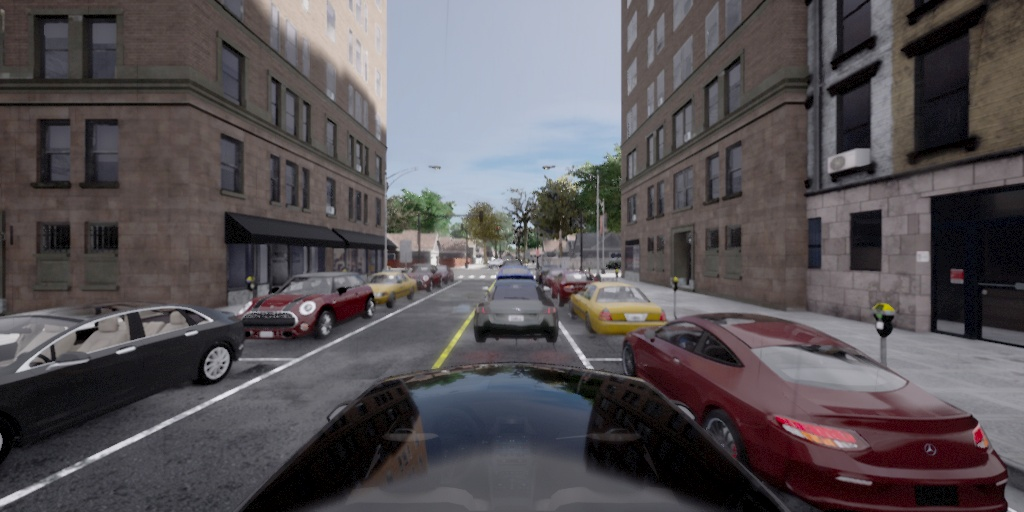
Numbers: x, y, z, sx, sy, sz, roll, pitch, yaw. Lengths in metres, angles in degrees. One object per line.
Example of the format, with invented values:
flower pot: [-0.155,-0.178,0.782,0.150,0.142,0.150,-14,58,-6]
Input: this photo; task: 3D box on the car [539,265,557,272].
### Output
car: [2.693,1.333,20.851,1.802,1.307,4.207,0,0,0]

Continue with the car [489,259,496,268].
car: [-2.908,1.305,61.104,1.812,1.442,4.674,0,0,0]

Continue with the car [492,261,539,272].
car: [0.128,1.228,18.725,1.882,1.535,5.008,0,0,-1]

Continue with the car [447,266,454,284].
car: [-5.316,1.334,26.393,1.802,1.307,4.207,0,0,0]

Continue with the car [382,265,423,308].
car: [-5.350,1.275,15.185,1.751,1.417,4.829,0,0,0]

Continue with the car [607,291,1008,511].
car: [2.642,1.331,4.296,1.802,1.307,4.207,0,0,0]

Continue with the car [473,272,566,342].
car: [0.113,1.313,9.732,1.994,1.385,4.181,0,0,1]

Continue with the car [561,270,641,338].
car: [2.659,1.275,9.985,1.751,1.417,4.829,0,0,0]

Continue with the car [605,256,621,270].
car: [15.655,0.873,49.304,5.566,2.045,2.150,-1,0,0]

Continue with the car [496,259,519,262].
car: [0.079,1.105,27.950,2.097,1.767,4.553,0,0,0]

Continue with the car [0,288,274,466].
car: [-5.383,1.300,4.318,2.007,1.370,4.403,0,0,0]

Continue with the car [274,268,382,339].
car: [-5.366,1.189,9.836,1.967,1.591,4.097,0,0,0]

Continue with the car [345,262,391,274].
car: [-17.075,1.452,42.718,4.718,1.301,1.895,0,0,-2]

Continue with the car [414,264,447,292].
car: [-5.333,1.191,20.874,1.967,1.591,4.097,0,0,0]

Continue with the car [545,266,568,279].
car: [2.676,1.295,15.333,1.888,1.381,4.507,0,0,0]
